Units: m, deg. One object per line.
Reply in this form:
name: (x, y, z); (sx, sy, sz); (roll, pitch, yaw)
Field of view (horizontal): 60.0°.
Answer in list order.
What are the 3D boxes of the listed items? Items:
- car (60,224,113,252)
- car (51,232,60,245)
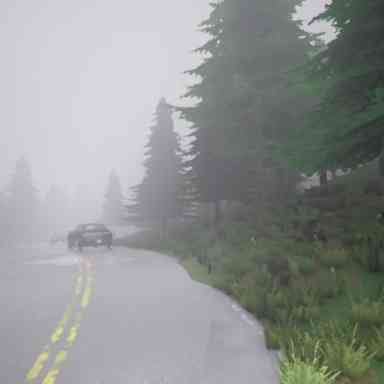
car: (-6.140, 2.647, 19.698); (2.128, 1.511, 4.902); (1, -6, -30)
car: (-14.431, 5.143, 36.963); (1.895, 1.301, 4.718); (0, -7, -17)
